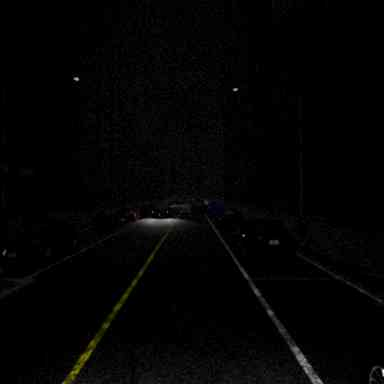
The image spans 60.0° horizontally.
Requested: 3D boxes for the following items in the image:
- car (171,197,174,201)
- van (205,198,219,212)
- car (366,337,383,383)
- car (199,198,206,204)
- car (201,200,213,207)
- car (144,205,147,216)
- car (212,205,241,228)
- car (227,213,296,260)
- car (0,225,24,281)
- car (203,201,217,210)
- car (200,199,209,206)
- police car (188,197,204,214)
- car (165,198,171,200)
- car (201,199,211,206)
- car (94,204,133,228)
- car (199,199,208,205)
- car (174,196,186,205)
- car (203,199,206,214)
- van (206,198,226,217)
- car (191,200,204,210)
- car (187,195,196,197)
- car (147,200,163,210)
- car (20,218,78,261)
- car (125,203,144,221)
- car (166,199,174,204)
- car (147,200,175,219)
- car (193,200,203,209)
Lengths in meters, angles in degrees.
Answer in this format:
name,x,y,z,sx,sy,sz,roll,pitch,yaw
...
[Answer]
name,x,y,z,sx,sy,sz,roll,pitch,yaw
car,-5.728,2.254,74.656,1.752,1.417,4.829,1,-1,0
van,2.753,1.813,46.698,1.690,1.788,3.998,1,-1,0
car,2.676,1.585,1.700,1.947,1.339,4.313,1,-1,0
car,2.826,2.439,91.692,1.947,1.339,4.313,1,0,0
car,2.779,2.180,63.569,2.008,1.369,4.403,1,-1,0
car,-5.793,1.909,35.457,1.887,1.381,4.507,1,-1,0
car,2.713,1.834,24.198,1.802,1.307,4.206,1,-1,0
car,2.695,1.703,12.948,1.947,1.339,4.313,1,-1,0
car,-5.840,1.645,7.336,1.947,1.339,4.313,1,-1,0
car,2.761,2.076,52.320,2.008,1.369,4.403,1,-1,0
car,2.798,2.274,74.817,1.887,1.381,4.507,1,0,0
police car,0.821,1.853,41.981,1.930,1.638,5.238,0,-1,-2
car,-5.746,2.180,63.578,2.008,1.369,4.403,1,-1,0
car,2.789,2.224,69.194,1.887,1.381,4.507,1,-1,0
car,-5.812,1.798,24.209,1.887,1.381,4.507,1,-1,0
car,2.808,2.323,80.442,1.887,1.381,4.507,1,0,0
car,-2.877,2.140,75.888,1.812,1.442,4.674,0,-1,0
car,2.743,1.859,41.072,1.967,1.590,4.097,1,-1,0
van,2.735,1.705,35.448,1.690,1.788,3.998,1,-1,0
car,0.826,1.999,51.908,1.882,1.535,5.008,0,-1,0
car,0.149,2.253,90.393,2.033,1.411,5.357,0,0,0
car,-5.765,2.070,52.330,1.887,1.381,4.507,1,-1,0
car,-5.830,1.703,12.959,1.947,1.339,4.313,1,-1,0
car,-5.801,1.749,29.833,1.967,1.590,4.097,1,-1,0
car,-5.709,2.409,86.075,1.802,1.307,4.206,1,0,0
car,-3.044,1.871,33.450,1.812,1.442,4.674,0,-1,0
car,0.994,2.103,57.910,1.812,1.442,4.674,0,-1,0
